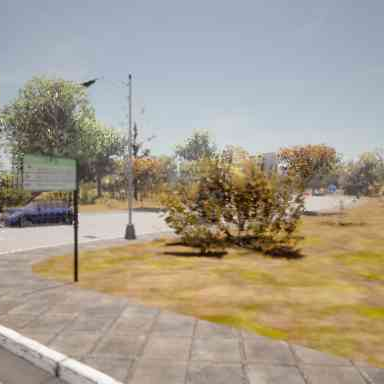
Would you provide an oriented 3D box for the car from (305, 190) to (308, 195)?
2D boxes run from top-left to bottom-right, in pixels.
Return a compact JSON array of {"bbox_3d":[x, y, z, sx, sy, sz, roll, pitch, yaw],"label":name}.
[{"bbox_3d":[29.038,0.244,87.891,2.097,1.767,4.553,0,1,-4],"label":"car"}]

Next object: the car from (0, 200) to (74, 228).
[{"bbox_3d":[-10.482,1.392,22.754,2.097,1.767,4.553,0,0,38],"label":"car"}]

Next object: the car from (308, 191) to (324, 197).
[{"bbox_3d":[32.523,0.506,86.250,1.895,1.301,4.718,0,1,1],"label":"car"}]
